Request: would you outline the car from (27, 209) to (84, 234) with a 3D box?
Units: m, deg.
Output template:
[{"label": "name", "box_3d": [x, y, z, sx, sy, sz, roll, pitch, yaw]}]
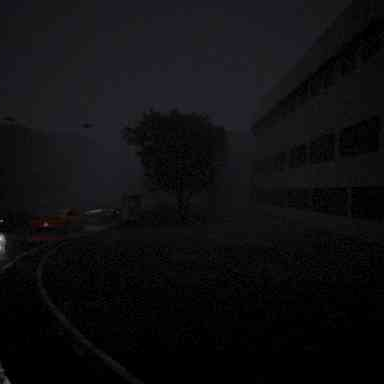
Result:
[{"label": "car", "box_3d": [-8.763, 1.855, 22.324, 1.882, 1.535, 5.008, 1, -2, -1]}]

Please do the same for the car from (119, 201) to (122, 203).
[{"label": "car", "box_3d": [-12.904, 2.335, 64.077, 2.128, 1.511, 4.902, 1, 1, 0]}]

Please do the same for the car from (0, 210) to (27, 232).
[{"label": "car", "box_3d": [-12.474, 1.909, 22.653, 1.895, 1.301, 4.718, 1, -2, -1]}]

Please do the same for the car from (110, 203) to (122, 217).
[{"label": "car", "box_3d": [-9.034, 2.490, 42.452, 1.994, 1.385, 4.181, 1, -1, -1]}]
